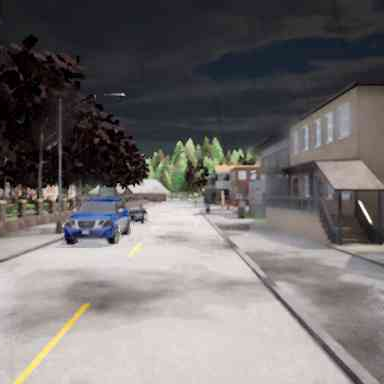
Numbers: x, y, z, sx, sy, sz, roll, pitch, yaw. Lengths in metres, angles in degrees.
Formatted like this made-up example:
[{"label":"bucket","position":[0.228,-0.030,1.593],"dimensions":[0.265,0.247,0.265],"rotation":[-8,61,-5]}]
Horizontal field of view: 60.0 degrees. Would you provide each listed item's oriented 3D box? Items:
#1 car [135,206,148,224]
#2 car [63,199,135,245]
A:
[{"label":"car","position":[-4.659,1.793,26.721],"dimensions":[1.994,1.385,4.181],"rotation":[0,0,-1]},{"label":"car","position":[-4.498,1.367,16.620],"dimensions":[2.150,2.045,5.566],"rotation":[0,-1,-1]}]
